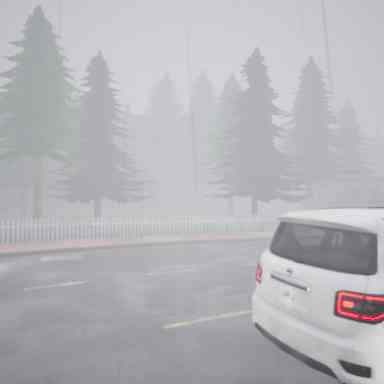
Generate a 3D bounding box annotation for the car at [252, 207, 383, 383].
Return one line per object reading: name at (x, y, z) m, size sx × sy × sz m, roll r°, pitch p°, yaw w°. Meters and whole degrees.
car at (3.545, 1.251, 4.863) m, size 5.566 × 2.045 × 2.150 m, roll 0°, pitch 0°, yaw -24°

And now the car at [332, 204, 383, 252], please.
car at (8.731, 1.429, 14.478) m, size 4.553 × 1.767 × 2.097 m, roll 0°, pitch 0°, yaw -17°
